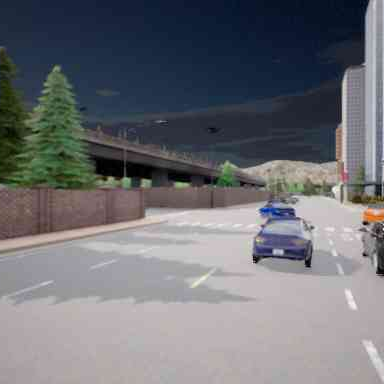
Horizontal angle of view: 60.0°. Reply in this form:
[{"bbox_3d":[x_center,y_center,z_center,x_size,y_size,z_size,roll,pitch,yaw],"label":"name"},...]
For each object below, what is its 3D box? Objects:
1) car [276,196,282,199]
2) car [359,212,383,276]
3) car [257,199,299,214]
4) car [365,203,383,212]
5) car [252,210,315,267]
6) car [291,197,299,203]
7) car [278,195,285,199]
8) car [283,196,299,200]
[{"bbox_3d":[17.492,2.050,70.837,1.895,1.301,4.718,0,0,20],"label":"car"},{"bbox_3d":[6.493,1.593,10.334,1.837,1.490,4.892,0,0,21],"label":"car"},{"bbox_3d":[7.301,1.670,29.276,1.882,1.535,5.008,1,0,-7],"label":"car"},{"bbox_3d":[14.543,1.557,24.187,4.553,1.767,2.097,1,0,-33],"label":"car"},{"bbox_3d":[3.323,1.605,11.852,1.812,1.442,4.674,0,0,20],"label":"car"},{"bbox_3d":[26.225,2.066,84.446,1.837,1.490,4.892,0,0,20],"label":"car"},{"bbox_3d":[22.931,1.779,85.627,2.150,2.045,5.566,0,0,20],"label":"car"},{"bbox_3d":[20.788,1.967,69.658,1.837,1.490,4.892,0,0,20],"label":"car"}]
